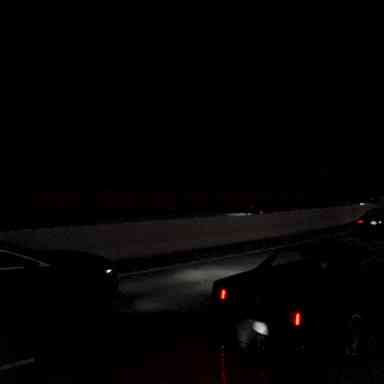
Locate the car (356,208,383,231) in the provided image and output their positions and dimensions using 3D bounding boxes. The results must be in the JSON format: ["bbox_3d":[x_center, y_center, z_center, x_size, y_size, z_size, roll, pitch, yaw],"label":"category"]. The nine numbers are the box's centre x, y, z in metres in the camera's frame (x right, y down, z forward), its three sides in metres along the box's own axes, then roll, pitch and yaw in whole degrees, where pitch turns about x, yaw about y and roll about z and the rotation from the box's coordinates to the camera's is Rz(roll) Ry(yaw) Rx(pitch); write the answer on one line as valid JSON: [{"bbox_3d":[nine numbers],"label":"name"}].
[{"bbox_3d":[10.658,1.560,18.175,2.033,1.411,5.357,0,0,43],"label":"car"}]

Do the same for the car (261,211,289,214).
[{"bbox_3d":[7.306,1.604,30.287,1.994,1.385,4.181,0,0,42],"label":"car"}]

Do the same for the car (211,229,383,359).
[{"bbox_3d":[2.677,1.607,6.042,4.718,1.301,1.895,0,0,-39],"label":"car"}]

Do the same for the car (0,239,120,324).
[{"bbox_3d":[-3.683,1.510,5.612,4.902,1.511,2.128,0,0,-36],"label":"car"}]

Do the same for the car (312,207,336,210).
[{"bbox_3d":[12.685,1.632,31.018,1.895,1.301,4.718,0,0,42],"label":"car"}]
